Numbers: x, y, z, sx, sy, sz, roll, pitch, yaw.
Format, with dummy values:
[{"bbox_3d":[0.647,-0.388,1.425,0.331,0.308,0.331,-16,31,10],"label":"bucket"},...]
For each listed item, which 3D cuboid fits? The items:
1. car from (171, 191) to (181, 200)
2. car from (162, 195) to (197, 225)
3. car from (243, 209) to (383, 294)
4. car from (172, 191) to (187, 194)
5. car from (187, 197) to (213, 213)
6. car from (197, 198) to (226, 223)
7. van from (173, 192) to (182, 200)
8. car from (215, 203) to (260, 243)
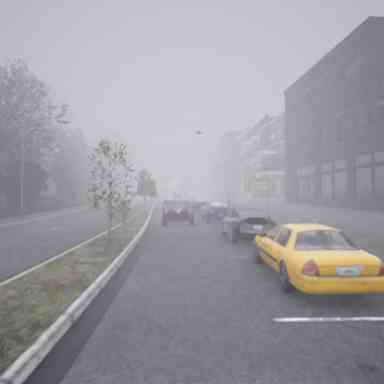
[{"bbox_3d":[-4.139,0.842,86.078,2.435,2.045,5.566,0,0,-6],"label":"car"},{"bbox_3d":[-1.069,1.303,23.937,2.097,1.767,4.553,0,0,-5],"label":"car"},{"bbox_3d":[2.902,1.464,8.825,1.946,1.575,5.366,0,0,-1],"label":"car"},{"bbox_3d":[-1.965,1.005,64.000,2.435,2.045,5.566,0,0,-6],"label":"car"},{"bbox_3d":[0.753,1.397,36.368,2.231,1.521,4.892,0,0,-6],"label":"car"},{"bbox_3d":[1.829,1.433,25.428,2.097,1.535,5.008,0,0,-5],"label":"car"},{"bbox_3d":[-3.604,0.912,80.647,1.878,1.987,4.442,0,0,-6],"label":"van"},{"bbox_3d":[2.580,1.485,15.859,2.163,1.488,4.792,0,0,-3],"label":"car"}]
